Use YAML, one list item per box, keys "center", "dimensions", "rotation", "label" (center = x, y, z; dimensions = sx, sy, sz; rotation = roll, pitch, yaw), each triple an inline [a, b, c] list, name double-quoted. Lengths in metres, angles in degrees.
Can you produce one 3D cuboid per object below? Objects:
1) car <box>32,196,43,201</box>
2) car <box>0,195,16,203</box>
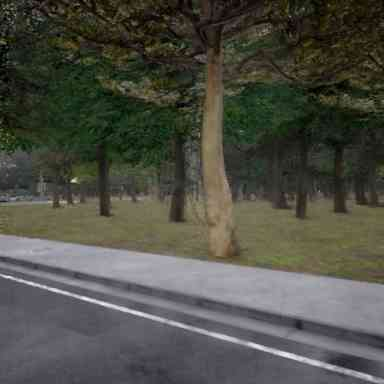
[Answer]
- center: [-38.681, 2.042, 87.389]
  dimensions: [2.128, 1.511, 4.902]
  rotation: [-1, 0, 13]
  label: "car"
- center: [-41.927, 1.920, 73.158]
  dimensions: [1.882, 1.535, 5.008]
  rotation: [-1, 0, 13]
  label: "car"
